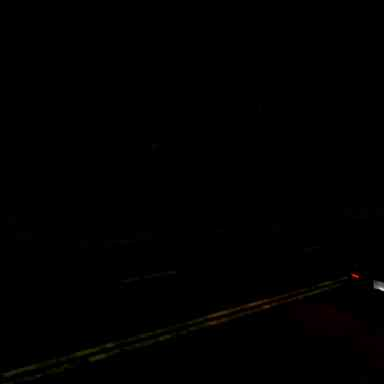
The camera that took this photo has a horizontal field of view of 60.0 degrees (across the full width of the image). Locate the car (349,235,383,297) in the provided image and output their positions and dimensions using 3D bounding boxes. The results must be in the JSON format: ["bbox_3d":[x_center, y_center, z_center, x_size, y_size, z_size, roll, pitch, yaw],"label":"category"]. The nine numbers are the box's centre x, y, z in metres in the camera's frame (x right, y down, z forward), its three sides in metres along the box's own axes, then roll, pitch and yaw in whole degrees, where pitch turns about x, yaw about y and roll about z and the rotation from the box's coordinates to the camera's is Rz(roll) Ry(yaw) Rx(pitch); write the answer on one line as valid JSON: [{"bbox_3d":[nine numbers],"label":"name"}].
[{"bbox_3d":[5.233,1.476,7.237,4.674,1.442,1.812,-1,0,-36],"label":"car"}]
